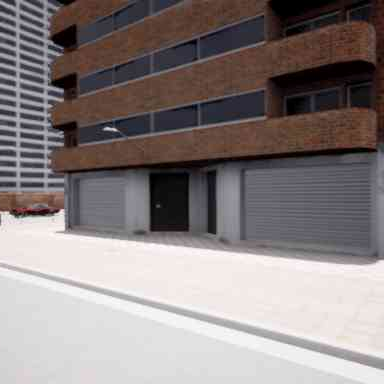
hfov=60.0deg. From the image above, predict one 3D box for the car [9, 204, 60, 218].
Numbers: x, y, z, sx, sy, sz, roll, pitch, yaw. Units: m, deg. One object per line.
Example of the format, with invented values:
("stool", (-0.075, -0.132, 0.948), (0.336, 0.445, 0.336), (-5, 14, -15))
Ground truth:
("car", (-16.419, 1.924, 34.760), (1.895, 1.301, 4.718), (-1, 0, 36))
